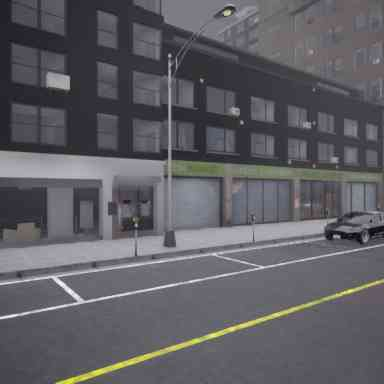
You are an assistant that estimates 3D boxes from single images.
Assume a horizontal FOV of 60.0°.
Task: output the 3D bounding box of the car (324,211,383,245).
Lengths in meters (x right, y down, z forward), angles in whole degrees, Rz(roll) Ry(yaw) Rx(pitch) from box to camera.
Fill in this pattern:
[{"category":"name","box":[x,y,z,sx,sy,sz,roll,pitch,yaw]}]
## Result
[{"category":"car","box":[8.036,1.566,15.630,4.313,1.339,1.947,0,0,-36]}]
